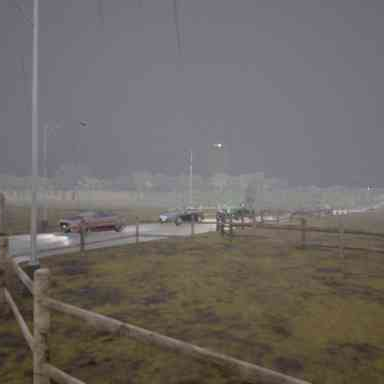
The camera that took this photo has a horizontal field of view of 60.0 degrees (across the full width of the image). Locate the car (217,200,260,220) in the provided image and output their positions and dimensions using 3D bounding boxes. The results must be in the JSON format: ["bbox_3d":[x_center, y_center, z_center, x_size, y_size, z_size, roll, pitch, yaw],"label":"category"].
[{"bbox_3d":[4.864,1.915,36.045,2.150,2.045,5.566,1,-1,35],"label":"car"}]

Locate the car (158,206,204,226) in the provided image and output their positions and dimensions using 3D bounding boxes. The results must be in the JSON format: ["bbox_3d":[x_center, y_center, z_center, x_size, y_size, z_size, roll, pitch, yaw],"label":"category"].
[{"bbox_3d":[-0.837,1.950,27.910,2.128,1.511,4.902,1,-1,35],"label":"car"}]

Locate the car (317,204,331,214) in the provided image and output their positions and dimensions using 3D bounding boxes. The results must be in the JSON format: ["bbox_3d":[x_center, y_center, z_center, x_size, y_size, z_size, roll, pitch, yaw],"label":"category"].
[{"bbox_3d":[21.699,2.772,54.991,2.097,1.767,4.553,1,-1,36],"label":"car"}]

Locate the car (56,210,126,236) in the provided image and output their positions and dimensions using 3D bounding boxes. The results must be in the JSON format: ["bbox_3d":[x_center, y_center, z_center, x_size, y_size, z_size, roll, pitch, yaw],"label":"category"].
[{"bbox_3d":[-6.081,1.824,20.429,1.994,1.385,4.181,1,-1,36],"label":"car"}]

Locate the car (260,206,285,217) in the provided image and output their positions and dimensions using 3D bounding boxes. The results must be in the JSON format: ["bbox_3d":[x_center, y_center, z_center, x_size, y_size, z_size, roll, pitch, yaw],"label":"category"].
[{"bbox_3d":[10.744,2.558,44.392,1.895,1.301,4.718,1,-1,36],"label":"car"}]

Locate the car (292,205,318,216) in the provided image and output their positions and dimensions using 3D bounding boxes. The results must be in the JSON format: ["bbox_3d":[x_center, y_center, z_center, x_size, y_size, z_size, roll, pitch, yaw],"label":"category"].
[{"bbox_3d":[15.534,2.717,46.177,1.895,1.301,4.718,1,-1,35],"label":"car"}]
